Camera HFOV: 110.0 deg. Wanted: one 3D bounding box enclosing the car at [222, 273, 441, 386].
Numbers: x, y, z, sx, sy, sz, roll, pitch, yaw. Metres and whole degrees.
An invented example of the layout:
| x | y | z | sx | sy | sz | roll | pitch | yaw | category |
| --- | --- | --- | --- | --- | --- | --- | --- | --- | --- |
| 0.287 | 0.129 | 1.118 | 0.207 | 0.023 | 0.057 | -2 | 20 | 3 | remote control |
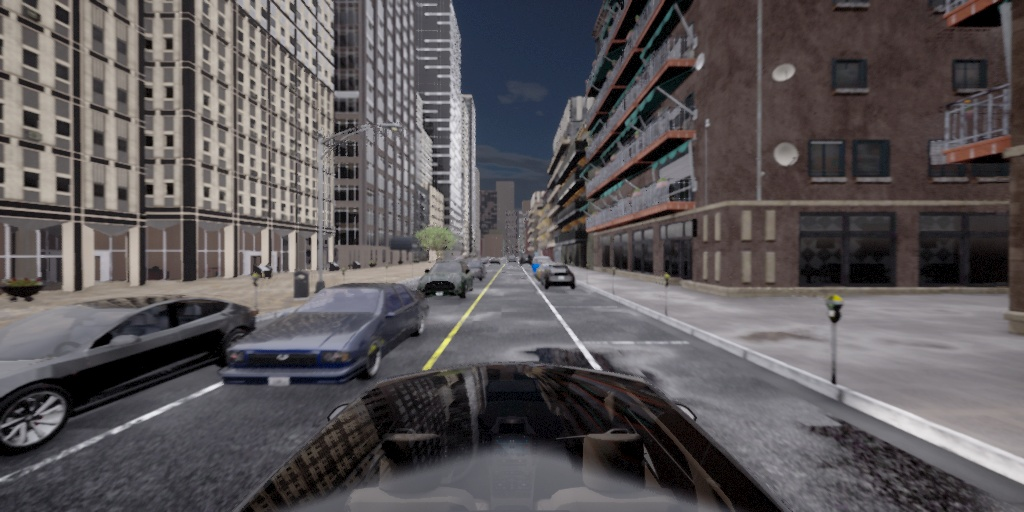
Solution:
| x | y | z | sx | sy | sz | roll | pitch | yaw | category |
| --- | --- | --- | --- | --- | --- | --- | --- | --- | --- |
| -3.099 | 1.267 | 7.431 | 2.033 | 1.411 | 5.357 | 0 | 0 | 0 | car |

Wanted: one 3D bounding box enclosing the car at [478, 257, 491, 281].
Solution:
| x | y | z | sx | sy | sz | roll | pitch | yaw | category |
| --- | --- | --- | --- | --- | --- | --- | --- | --- | --- |
| -3.043 | 1.106 | 27.958 | 2.128 | 1.511 | 4.902 | 0 | 0 | 0 | car |

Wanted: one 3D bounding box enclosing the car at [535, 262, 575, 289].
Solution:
| x | y | z | sx | sy | sz | roll | pitch | yaw | category |
| --- | --- | --- | --- | --- | --- | --- | --- | --- | --- |
| 2.694 | 1.211 | 21.657 | 1.948 | 1.339 | 4.313 | 0 | 0 | 0 | car |

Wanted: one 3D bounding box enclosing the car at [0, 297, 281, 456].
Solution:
| x | y | z | sx | sy | sz | roll | pitch | yaw | category |
| --- | --- | --- | --- | --- | --- | --- | --- | --- | --- |
| -5.691 | 1.298 | 5.092 | 1.948 | 1.339 | 4.313 | 0 | 0 | 0 | car |

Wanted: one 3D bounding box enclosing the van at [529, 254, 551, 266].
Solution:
| x | y | z | sx | sy | sz | roll | pitch | yaw | category |
| --- | --- | --- | --- | --- | --- | --- | --- | --- | --- |
| 2.697 | 0.932 | 32.703 | 1.690 | 1.789 | 3.998 | 0 | 0 | 0 | van |

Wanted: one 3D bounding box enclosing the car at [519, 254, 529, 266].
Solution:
| x | y | z | sx | sy | sz | roll | pitch | yaw | category |
| --- | --- | --- | --- | --- | --- | --- | --- | --- | --- |
| 2.407 | 0.693 | 61.718 | 2.150 | 2.045 | 5.566 | 0 | 0 | 0 | car |

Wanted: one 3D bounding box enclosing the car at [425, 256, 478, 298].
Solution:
| x | y | z | sx | sy | sz | roll | pitch | yaw | category |
| --- | --- | --- | --- | --- | --- | --- | --- | --- | --- |
| -3.086 | 1.018 | 17.579 | 2.097 | 1.767 | 4.553 | 0 | 0 | 0 | car |

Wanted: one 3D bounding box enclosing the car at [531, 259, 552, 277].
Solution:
| x | y | z | sx | sy | sz | roll | pitch | yaw | category |
| --- | --- | --- | --- | --- | --- | --- | --- | --- | --- |
| 2.696 | 1.143 | 27.350 | 1.751 | 1.417 | 4.829 | 0 | 0 | 0 | car |
